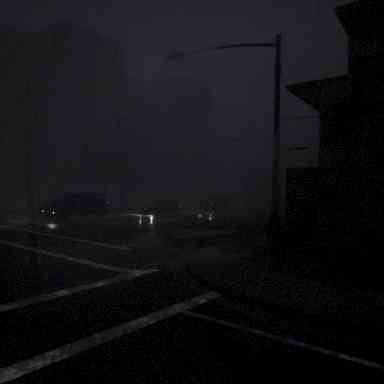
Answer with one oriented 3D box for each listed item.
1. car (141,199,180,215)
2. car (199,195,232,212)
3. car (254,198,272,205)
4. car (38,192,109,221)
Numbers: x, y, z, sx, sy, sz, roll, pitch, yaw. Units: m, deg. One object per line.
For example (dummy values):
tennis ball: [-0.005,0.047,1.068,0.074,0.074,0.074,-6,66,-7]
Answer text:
car: [-3.167,1.505,34.489,1.837,1.490,4.892,2,0,36]
car: [3.105,1.459,43.169,2.150,2.045,5.566,2,0,36]
car: [11.982,1.620,55.318,1.882,1.535,5.008,2,0,36]
car: [-9.124,1.058,26.219,2.150,2.045,5.566,2,0,36]
